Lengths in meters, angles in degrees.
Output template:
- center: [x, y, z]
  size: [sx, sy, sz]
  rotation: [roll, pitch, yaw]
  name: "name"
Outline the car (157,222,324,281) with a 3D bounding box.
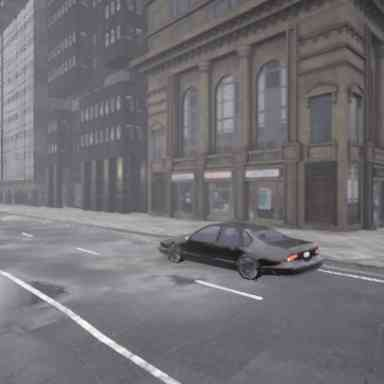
- center: [1.200, 1.656, 10.336]
  size: [2.033, 1.411, 5.357]
  rotation: [0, 0, -44]
  name: "car"
